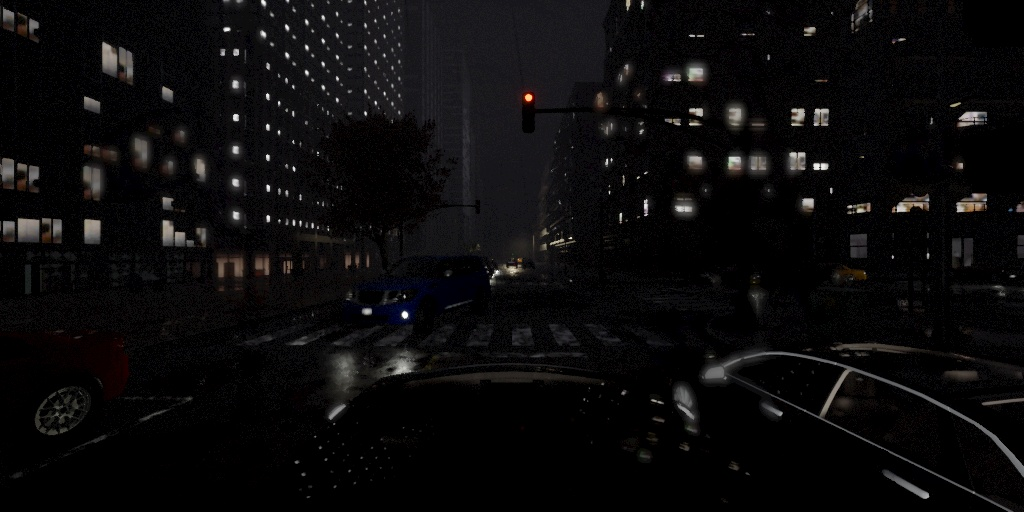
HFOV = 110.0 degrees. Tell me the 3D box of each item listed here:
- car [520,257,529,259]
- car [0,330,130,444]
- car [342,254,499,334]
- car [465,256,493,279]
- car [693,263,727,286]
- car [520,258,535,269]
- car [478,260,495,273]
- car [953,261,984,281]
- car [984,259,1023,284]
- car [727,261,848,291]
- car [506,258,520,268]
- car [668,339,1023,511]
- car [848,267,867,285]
[{"bbox_3d":[2.719,1.316,62.763,1.751,1.417,4.829,0,0,0],"label":"car"},{"bbox_3d":[-5.692,1.295,2.597,1.888,1.381,4.507,0,0,0],"label":"car"},{"bbox_3d":[-2.539,0.973,11.165,2.150,2.045,5.566,-1,0,20],"label":"car"},{"bbox_3d":[-3.084,0.986,34.609,2.150,2.045,5.566,0,0,0],"label":"car"},{"bbox_3d":[13.444,1.096,22.003,4.403,1.370,2.007,0,0,-1],"label":"car"},{"bbox_3d":[2.717,1.350,57.071,1.948,1.339,4.313,0,0,0],"label":"car"},{"bbox_3d":[-3.080,1.298,44.491,1.812,1.442,4.674,0,0,0],"label":"car"},{"bbox_3d":[30.146,0.859,22.164,4.507,1.381,1.888,0,0,-1],"label":"car"},{"bbox_3d":[29.750,0.813,19.567,4.902,1.511,2.128,-1,0,-1],"label":"car"},{"bbox_3d":[14.798,1.032,19.427,4.892,1.490,1.837,-1,0,-1],"label":"car"},{"bbox_3d":[0.029,1.285,64.303,2.128,1.511,4.902,0,0,0],"label":"car"},{"bbox_3d":[2.689,1.300,2.592,2.007,1.370,4.403,0,0,0],"label":"car"},{"bbox_3d":[18.841,0.993,22.055,4.829,1.417,1.751,0,0,-1],"label":"car"}]
